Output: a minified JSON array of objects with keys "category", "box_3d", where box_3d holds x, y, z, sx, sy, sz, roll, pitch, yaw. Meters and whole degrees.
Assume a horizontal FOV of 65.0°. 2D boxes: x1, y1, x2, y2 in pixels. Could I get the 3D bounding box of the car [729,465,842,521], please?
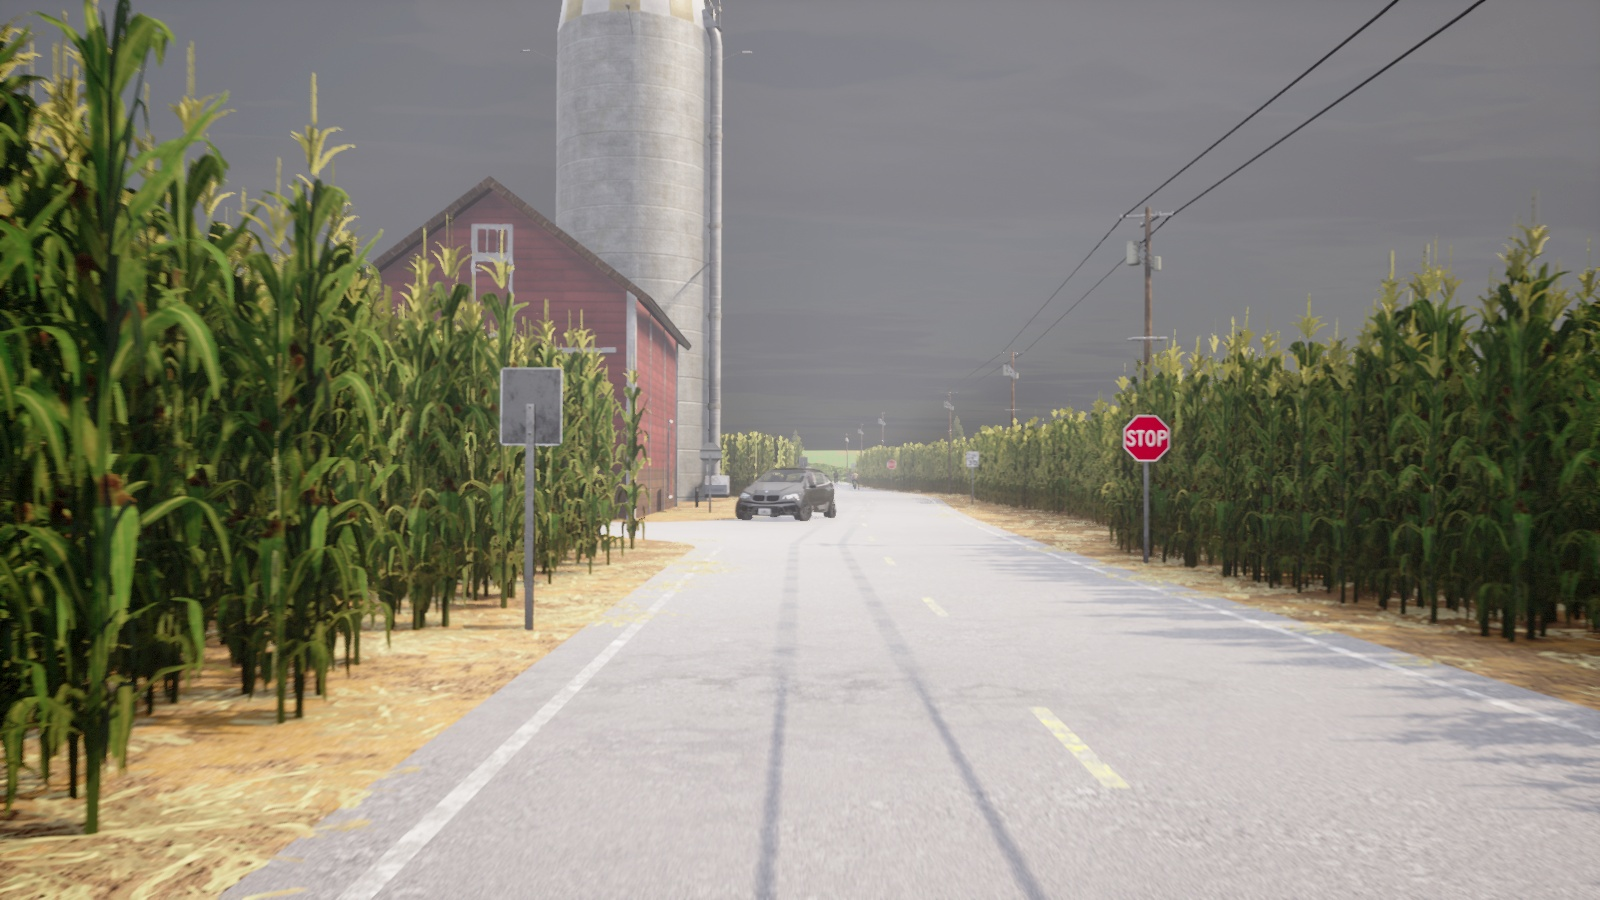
[{"category":"car","box_3d":[-0.385,1.339,40.494,2.242,1.667,4.611,0,-1,19]}]
